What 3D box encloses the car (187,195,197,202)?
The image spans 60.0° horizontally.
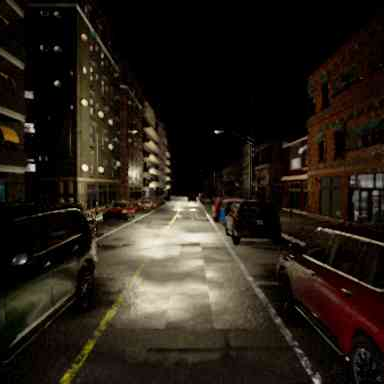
[{"bbox_3d":[0.016,1.476,79.244,2.128,1.511,4.902,0,0,0],"label":"car"}]

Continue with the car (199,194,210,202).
[{"bbox_3d":[2.655,1.550,58.553,1.947,1.339,4.313,-1,0,0],"label":"car"}]

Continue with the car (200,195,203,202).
[{"bbox_3d":[2.655,1.552,52.973,1.947,1.339,4.313,-1,0,0],"label":"car"}]

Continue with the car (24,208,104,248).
[{"bbox_3d":[-5.701,1.548,15.465,2.008,1.369,4.403,-1,0,0],"label":"car"}]

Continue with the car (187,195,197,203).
[{"bbox_3d":[0.015,1.477,68.827,1.837,1.490,4.892,0,0,0],"label":"car"}]

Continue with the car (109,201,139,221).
[{"bbox_3d":[-5.700,1.435,26.279,1.967,1.590,4.097,-1,0,0],"label":"car"}]

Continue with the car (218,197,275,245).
[{"bbox_3d":[2.675,1.313,15.456,2.192,1.841,5.009,-1,0,0],"label":"car"}]

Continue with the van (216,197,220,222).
[{"bbox_3d":[2.677,1.338,20.863,1.690,1.788,3.998,-1,0,0],"label":"van"}]

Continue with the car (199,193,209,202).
[{"bbox_3d":[2.654,1.289,75.291,2.192,1.841,5.009,-1,0,0],"label":"car"}]

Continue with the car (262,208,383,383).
[{"bbox_3d":[2.673,1.315,4.642,2.192,1.841,5.009,-1,0,0],"label":"car"}]

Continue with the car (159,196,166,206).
[{"bbox_3d":[-5.693,1.512,52.754,1.752,1.417,4.829,-1,0,0],"label":"car"}]

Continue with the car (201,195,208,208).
[{"bbox_3d":[2.686,1.549,47.401,2.008,1.369,4.403,-1,0,0],"label":"car"}]

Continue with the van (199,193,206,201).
[{"bbox_3d":[2.657,1.307,86.451,1.690,1.788,3.998,-1,0,0],"label":"van"}]

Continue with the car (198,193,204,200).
[{"bbox_3d":[2.652,1.296,64.132,2.192,1.841,5.009,-1,0,0],"label":"car"}]

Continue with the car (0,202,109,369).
[{"bbox_3d":[-3.074,1.218,4.770,2.150,2.045,5.566,0,0,1],"label":"car"}]

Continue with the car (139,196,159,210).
[{"bbox_3d":[-5.697,1.430,42.501,1.967,1.590,4.097,-1,0,0],"label":"car"}]

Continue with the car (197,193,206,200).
[{"bbox_3d":[2.658,1.277,92.031,2.192,1.841,5.009,-1,0,0],"label":"car"}]

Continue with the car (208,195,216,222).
[{"bbox_3d":[2.677,1.310,26.270,2.192,1.841,5.009,-1,0,0],"label":"car"}]

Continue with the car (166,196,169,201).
[{"bbox_3d":[-5.693,1.424,58.504,1.967,1.590,4.097,-1,0,0],"label":"car"}]

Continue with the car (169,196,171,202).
[{"bbox_3d":[-5.688,1.540,75.244,1.947,1.339,4.313,-1,0,0],"label":"car"}]
